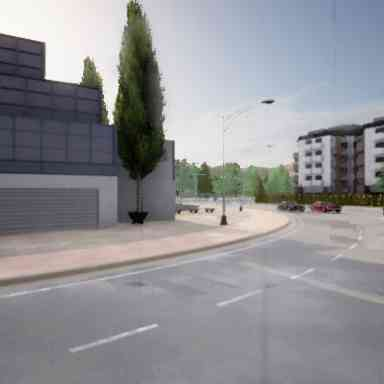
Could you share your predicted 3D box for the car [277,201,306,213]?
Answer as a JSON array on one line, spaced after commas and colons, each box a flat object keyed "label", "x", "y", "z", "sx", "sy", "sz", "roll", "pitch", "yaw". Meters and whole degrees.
[{"label": "car", "x": 11.714, "y": 1.777, "z": 39.387, "sx": 1.895, "sy": 1.301, "sz": 4.718, "roll": 0, "pitch": 0, "yaw": -5}]

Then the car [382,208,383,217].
[{"label": "car", "x": 18.284, "y": 1.698, "z": 28.911, "sx": 1.895, "sy": 1.301, "sz": 4.718, "roll": 0, "pitch": 0, "yaw": 10}]

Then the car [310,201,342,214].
[{"label": "car", "x": 15.247, "y": 1.758, "z": 38.047, "sx": 1.895, "sy": 1.301, "sz": 4.718, "roll": 0, "pitch": 0, "yaw": -3}]
